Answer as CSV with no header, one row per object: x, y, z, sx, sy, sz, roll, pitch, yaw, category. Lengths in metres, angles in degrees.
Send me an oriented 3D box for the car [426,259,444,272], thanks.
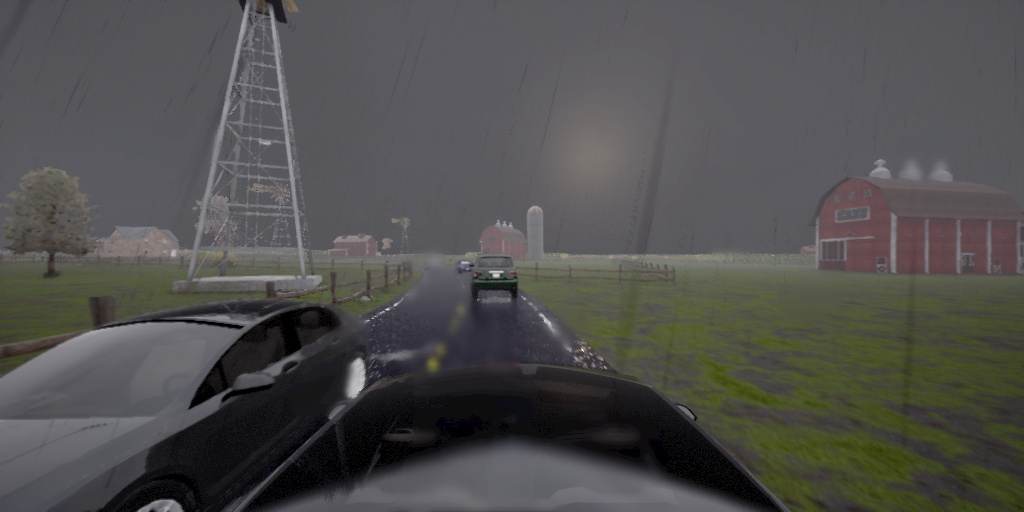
-9.345,1.128,43.526,1.837,1.490,4.892,0,0,-17,car

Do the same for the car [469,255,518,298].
-1.003,0.946,18.501,2.150,2.045,5.566,0,0,-7,car

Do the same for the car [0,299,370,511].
-2.965,1.263,3.425,1.837,1.490,4.892,0,0,-1,car

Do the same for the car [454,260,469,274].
-5.307,1.166,40.147,1.812,1.442,4.674,0,0,-15,car
